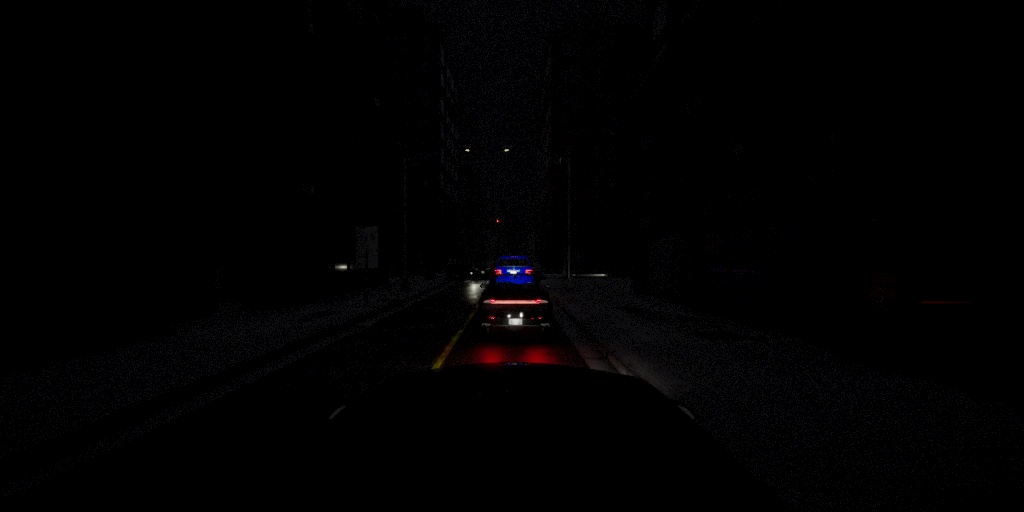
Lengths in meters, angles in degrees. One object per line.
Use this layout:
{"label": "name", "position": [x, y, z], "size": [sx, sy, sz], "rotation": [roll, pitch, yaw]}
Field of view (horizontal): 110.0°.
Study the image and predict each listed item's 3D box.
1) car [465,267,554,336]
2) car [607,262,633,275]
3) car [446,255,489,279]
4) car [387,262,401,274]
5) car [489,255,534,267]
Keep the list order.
{"label": "car", "position": [0.098, 1.241, 10.356], "size": [2.128, 1.511, 4.902], "rotation": [0, 0, 0]}
{"label": "car", "position": [12.159, 1.317, 37.689], "size": [4.181, 1.385, 1.994], "rotation": [0, 0, 0]}
{"label": "car", "position": [-3.841, 0.977, 31.112], "size": [2.150, 2.045, 5.566], "rotation": [2, -2, -34]}
{"label": "car", "position": [-14.659, 1.289, 40.328], "size": [4.313, 1.339, 1.948], "rotation": [0, 0, 0]}
{"label": "car", "position": [0.103, 0.971, 20.668], "size": [2.150, 2.045, 5.566], "rotation": [0, 0, 1]}
